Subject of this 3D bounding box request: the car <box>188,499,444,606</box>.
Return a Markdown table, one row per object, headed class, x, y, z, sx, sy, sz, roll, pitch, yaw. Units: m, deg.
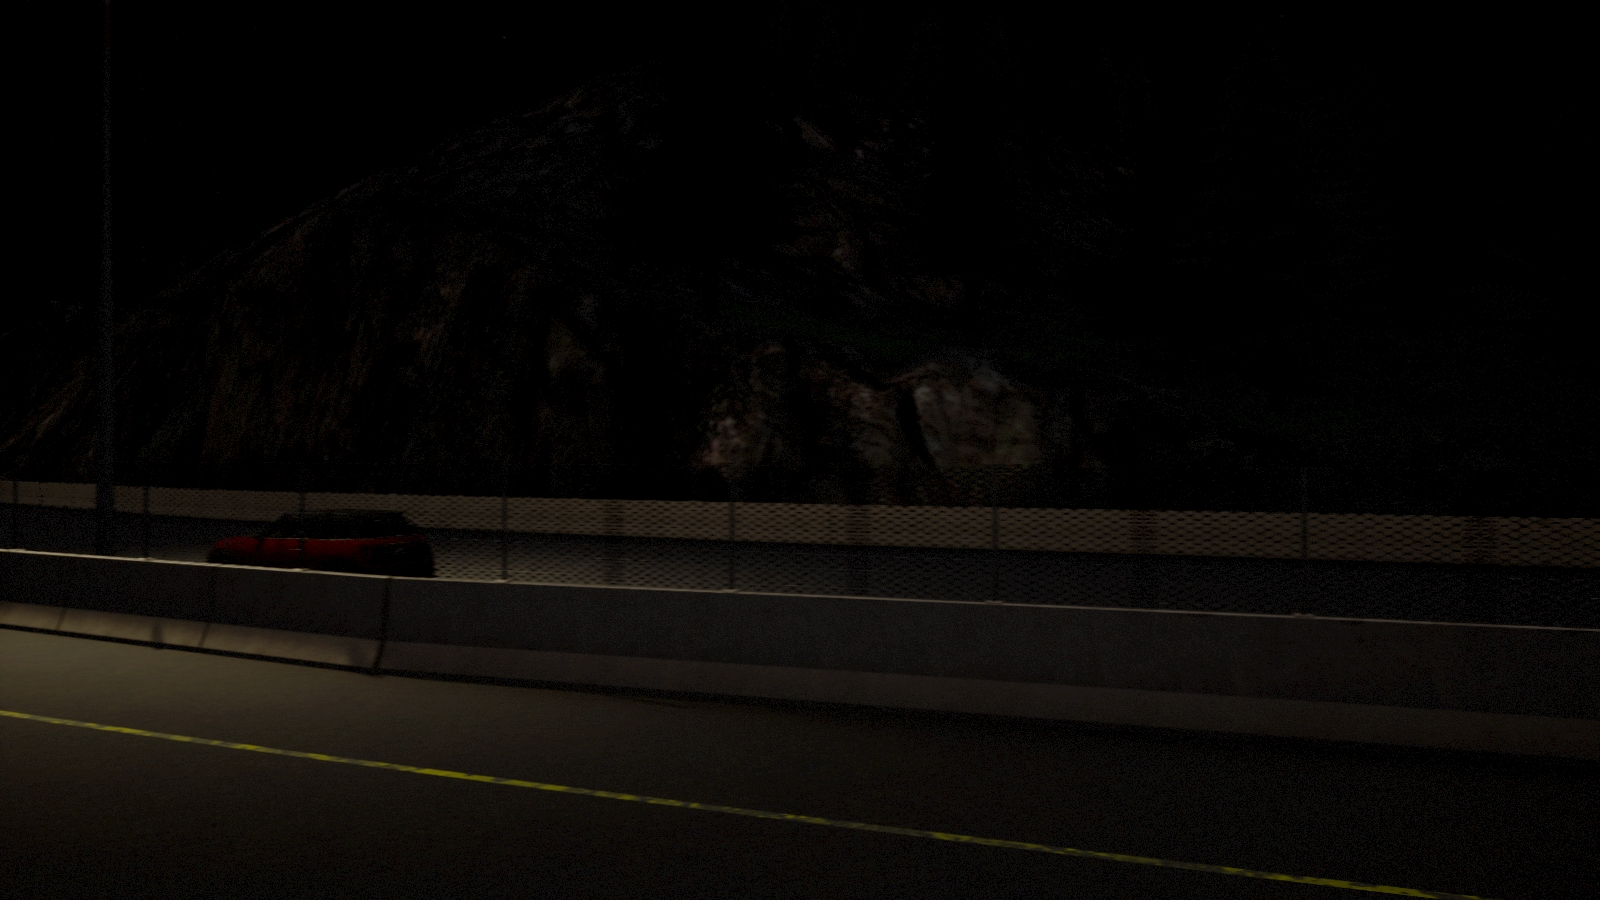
| class | x | y | z | sx | sy | sz | roll | pitch | yaw |
| --- | --- | --- | --- | --- | --- | --- | --- | --- | --- |
| car | -9.498 | 1.921 | 22.421 | 4.553 | 1.767 | 2.097 | 0 | 0 | 25 |
